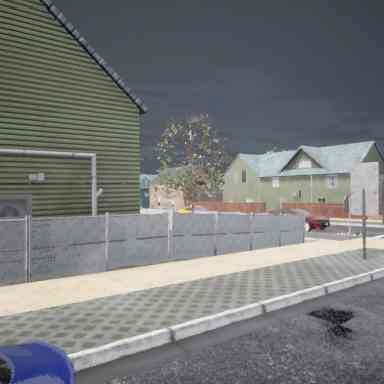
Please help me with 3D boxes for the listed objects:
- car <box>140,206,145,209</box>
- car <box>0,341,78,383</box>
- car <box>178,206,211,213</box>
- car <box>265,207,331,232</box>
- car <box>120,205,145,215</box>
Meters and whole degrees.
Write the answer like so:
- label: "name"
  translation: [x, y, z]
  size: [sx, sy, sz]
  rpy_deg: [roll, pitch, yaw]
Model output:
- label: "car"
  translation: [-7.101, 2.429, 42.572]
  size: [1.812, 1.442, 4.674]
  rpy_deg: [-1, 0, -35]
- label: "car"
  translation: [-2.695, 1.526, 1.117]
  size: [4.674, 1.442, 1.812]
  rpy_deg: [0, 0, -35]
- label: "car"
  translation: [0.607, 2.065, 31.767]
  size: [1.882, 1.535, 5.008]
  rpy_deg: [-1, -1, -36]
- label: "car"
  translation: [6.970, 1.806, 22.857]
  size: [1.882, 1.535, 5.008]
  rpy_deg: [-1, -1, -36]
- label: "car"
  translation: [-9.007, 2.634, 50.286]
  size: [1.895, 1.301, 4.718]
  rpy_deg: [-1, -1, -36]
